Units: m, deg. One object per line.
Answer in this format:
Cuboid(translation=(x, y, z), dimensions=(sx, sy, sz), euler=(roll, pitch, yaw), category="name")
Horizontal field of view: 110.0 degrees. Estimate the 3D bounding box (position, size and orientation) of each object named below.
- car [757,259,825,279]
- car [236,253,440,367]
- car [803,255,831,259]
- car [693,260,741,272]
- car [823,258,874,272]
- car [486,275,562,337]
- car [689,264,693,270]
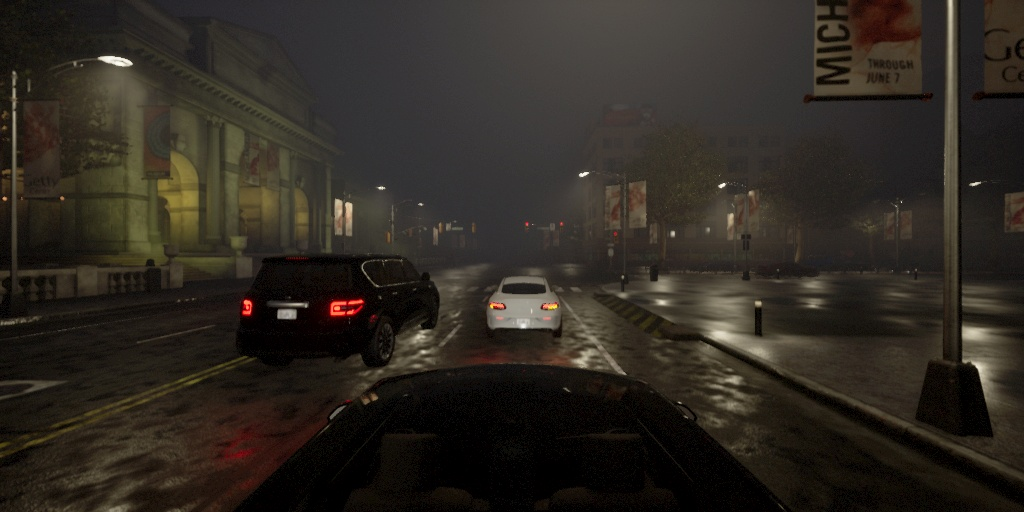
Cuboid(translation=(24.425, 1.234, 31.866), dimensions=(4.674, 1.442, 1.812), euler=(0, 0, 1), category="car")
Cuboid(translation=(-3.244, 0.963, 8.046), dimensions=(2.150, 2.045, 5.566), euler=(0, 0, 3), category="car")
Cuboid(translation=(38.324, 0.906, 46.406), dimensions=(5.566, 2.045, 2.150), euler=(0, 0, 2), category="car")
Cuboid(translation=(25.085, 1.215, 43.437), dimensions=(4.674, 1.442, 1.812), euler=(0, 0, 2), category="car")
Cuboid(translation=(40.377, 1.254, 42.777), dimensions=(4.181, 1.385, 1.994), euler=(0, 0, 3), category="car")
Cuboid(translation=(0.352, 1.264, 10.096), dimensions=(1.812, 1.442, 4.674), euler=(0, 0, 3), category="car")
Cuboid(translation=(25.533, 1.248, 46.910), dimensions=(4.181, 1.385, 1.994), euler=(0, 0, 2), category="car")
